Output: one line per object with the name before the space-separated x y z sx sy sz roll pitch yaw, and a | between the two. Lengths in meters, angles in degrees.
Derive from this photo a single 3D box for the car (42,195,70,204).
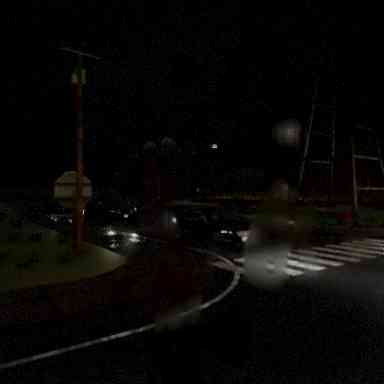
car | -26.571 1.475 64.929 4.611 1.667 2.242 0 0 -36

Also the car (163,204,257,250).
car | 0.825 1.489 14.560 2.128 1.511 4.902 0 0 -29

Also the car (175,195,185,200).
car | -3.721 1.532 94.397 1.994 1.385 4.181 0 0 -36

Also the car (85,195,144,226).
car | -5.921 1.217 23.947 2.150 2.045 5.566 0 0 -36

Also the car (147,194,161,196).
car | -7.597 1.299 61.451 4.605 1.855 1.932 0 0 -36

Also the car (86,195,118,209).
car | -12.269 1.307 45.399 3.866 1.878 1.905 0 0 -36

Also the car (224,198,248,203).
car | 5.830 1.509 43.421 3.905 1.438 1.784 0 0 -36

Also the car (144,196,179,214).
car | -3.845 1.499 34.857 4.193 1.474 1.816 0 0 -36

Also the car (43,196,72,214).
car | -14.117 1.501 35.019 1.837 1.490 4.892 0 0 -36
